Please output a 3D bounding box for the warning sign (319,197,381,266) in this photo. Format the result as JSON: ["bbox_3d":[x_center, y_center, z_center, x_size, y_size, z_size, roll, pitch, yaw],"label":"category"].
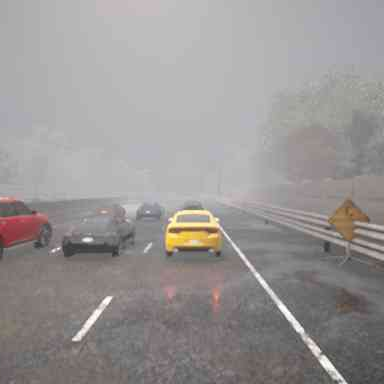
[{"bbox_3d":[4.544,1.099,9.674,1.300,1.860,1.060,0,0,0],"label":"warning sign"}]

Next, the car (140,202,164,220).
[{"bbox_3d":[-3.427,1.522,28.073,1.994,1.385,4.181,0,0,0],"label":"car"}]

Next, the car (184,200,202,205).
[{"bbox_3d":[0.071,1.465,27.664,1.837,1.490,4.892,0,1,0],"label":"car"}]

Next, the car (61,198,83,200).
[{"bbox_3d":[-17.562,1.540,50.459,1.895,1.301,4.718,0,0,0],"label":"car"}]

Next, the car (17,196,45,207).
[{"bbox_3d":[-24.553,1.442,50.987,1.837,1.490,4.892,0,0,0],"label":"car"}]

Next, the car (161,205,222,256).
[{"bbox_3d":[0.072,1.456,12.992,1.882,1.535,5.008,0,-1,1],"label":"car"}]

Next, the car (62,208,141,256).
[{"bbox_3d":[-3.429,1.542,12.973,1.994,1.385,4.181,0,0,0],"label":"car"}]

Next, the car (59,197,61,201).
[{"bbox_3d":[-21.055,1.502,51.076,1.994,1.385,4.181,0,0,0],"label":"car"}]

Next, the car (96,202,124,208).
[{"bbox_3d":[-6.927,1.522,28.097,1.994,1.385,4.181,0,0,0],"label":"car"}]

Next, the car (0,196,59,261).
[{"bbox_3d":[-6.936,1.204,11.538,2.150,2.045,5.566,0,0,0],"label":"car"}]
